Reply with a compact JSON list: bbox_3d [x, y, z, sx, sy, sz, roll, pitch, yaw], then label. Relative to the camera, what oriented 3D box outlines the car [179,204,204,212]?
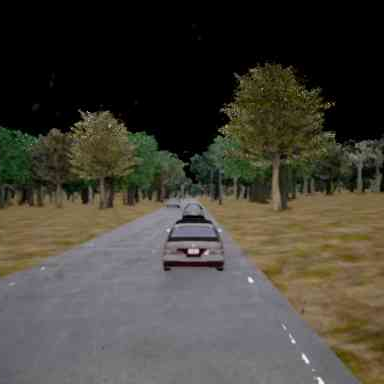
[{"bbox_3d":[0.129,1.775,30.453,1.994,1.385,4.181,0,0,0],"label":"car"}]

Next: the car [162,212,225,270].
[{"bbox_3d":[0.065,1.621,11.245,2.033,1.411,5.357,0,0,1],"label":"car"}]

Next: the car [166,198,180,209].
[{"bbox_3d":[-2.965,1.731,52.916,2.097,1.767,4.553,0,0,0],"label":"car"}]
